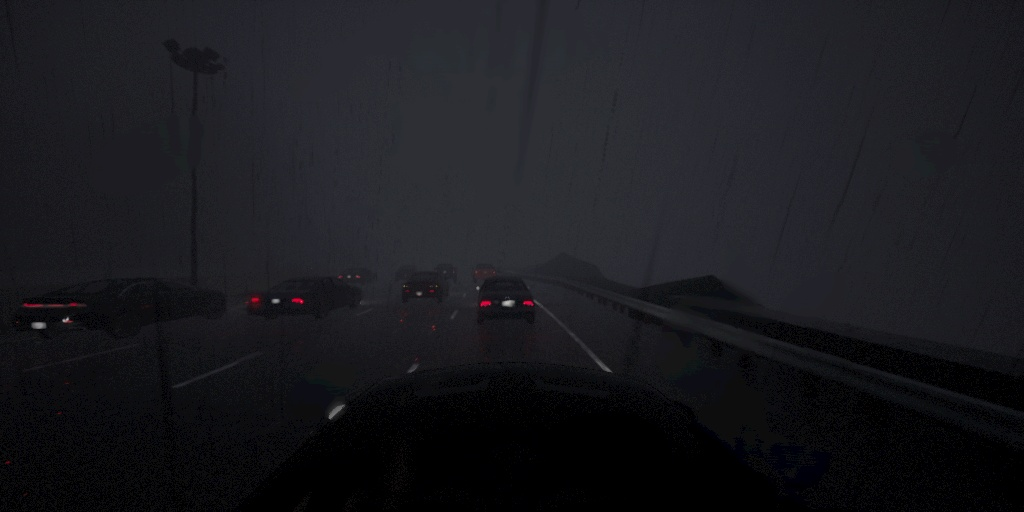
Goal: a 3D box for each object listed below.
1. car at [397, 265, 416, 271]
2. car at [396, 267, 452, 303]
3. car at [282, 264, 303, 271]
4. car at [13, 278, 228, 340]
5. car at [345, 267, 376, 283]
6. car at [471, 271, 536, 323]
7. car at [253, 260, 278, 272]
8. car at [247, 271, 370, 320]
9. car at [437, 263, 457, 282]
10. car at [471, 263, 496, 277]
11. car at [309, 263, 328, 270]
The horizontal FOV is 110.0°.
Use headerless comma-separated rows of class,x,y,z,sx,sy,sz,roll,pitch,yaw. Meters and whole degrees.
car,-9.966,1.622,34.611,1.882,1.535,5.008,0,-1,-10
car,-4.233,1.468,17.913,1.812,1.442,4.674,0,-1,-5
car,-32.687,1.894,53.486,1.994,1.385,4.181,0,-1,-18
car,-10.711,1.371,10.459,2.128,1.511,4.902,0,-1,-3
car,-12.605,1.642,29.374,2.033,1.411,5.357,0,-1,-9
car,-0.287,1.419,12.629,2.033,1.411,5.357,0,-1,-3
car,-36.030,1.392,52.449,2.097,1.767,4.553,0,-1,-18
car,-7.340,1.449,13.408,2.033,1.411,5.357,0,-1,-4
car,-6.277,1.476,33.737,2.097,1.767,4.553,0,-1,-9
car,-2.636,1.458,33.167,2.097,1.767,4.553,0,-1,-9
car,-29.364,1.843,54.587,2.097,1.767,4.553,0,-1,-18
